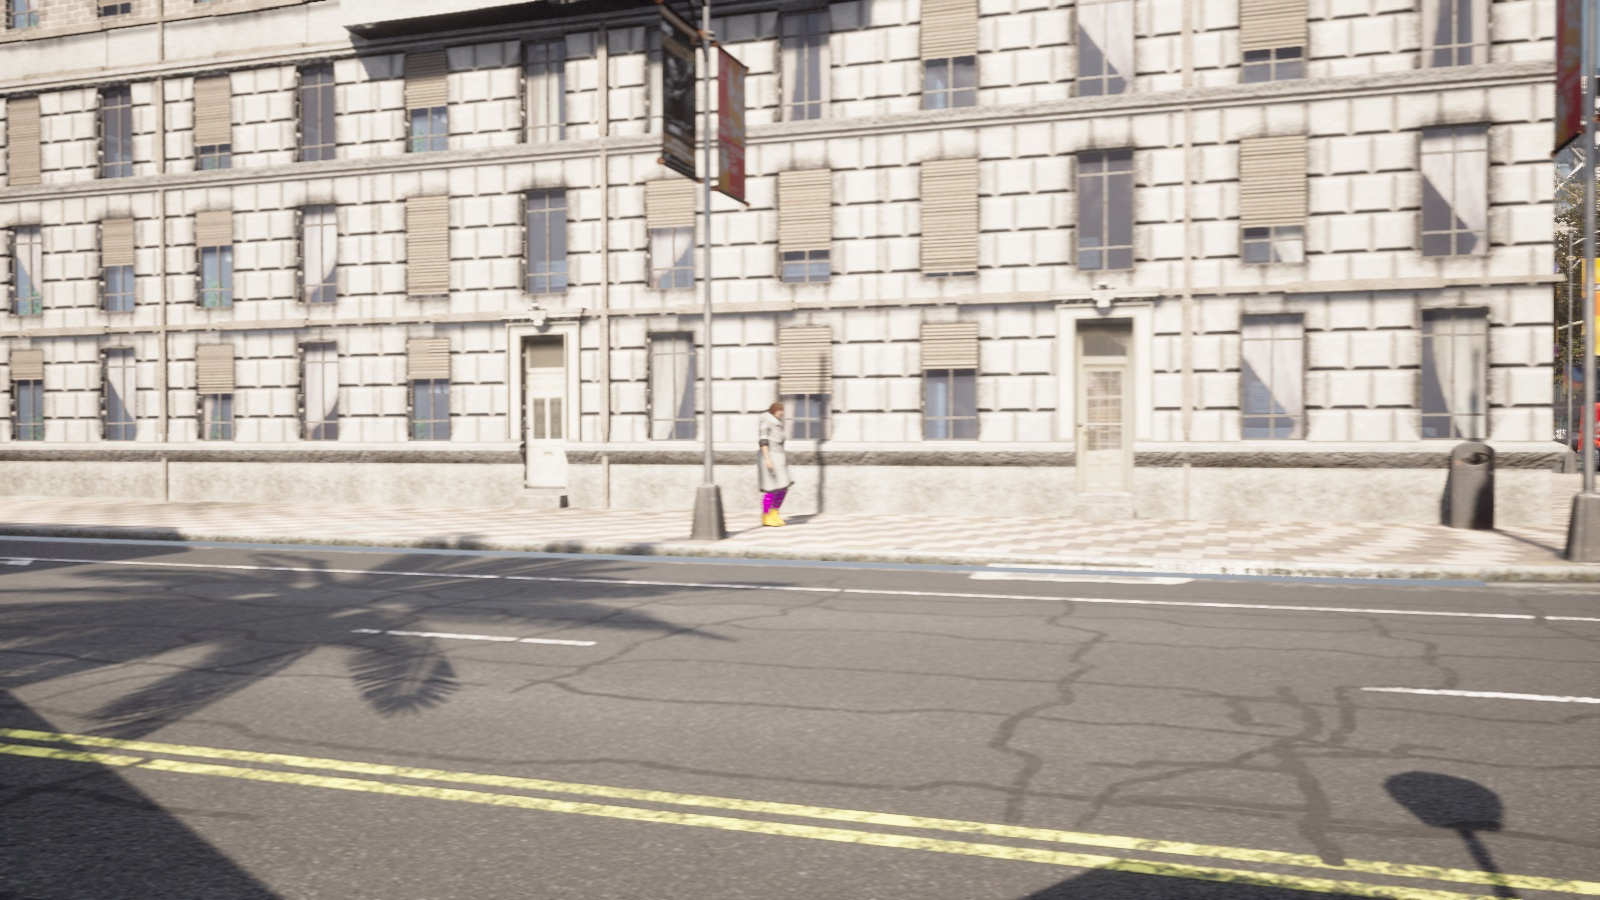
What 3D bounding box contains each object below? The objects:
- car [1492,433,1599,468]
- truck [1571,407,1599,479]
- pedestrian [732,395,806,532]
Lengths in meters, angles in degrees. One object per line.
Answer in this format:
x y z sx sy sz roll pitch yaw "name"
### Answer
34.491 -0.001 57.021 4.902 1.511 2.128 0 1 11 "car"
28.847 -0.235 42.641 2.627 2.467 5.204 0 1 8 "truck"
-0.457 0.187 18.397 0.873 1.952 0.659 1 1 25 "pedestrian"
